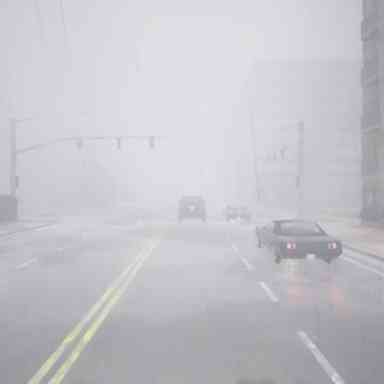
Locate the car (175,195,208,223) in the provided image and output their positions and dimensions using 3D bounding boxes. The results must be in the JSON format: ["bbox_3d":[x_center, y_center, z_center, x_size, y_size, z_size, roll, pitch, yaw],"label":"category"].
[{"bbox_3d":[0.030,1.284,26.509,2.150,2.045,5.566,0,0,1],"label":"car"}]

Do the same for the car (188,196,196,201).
[{"bbox_3d":[-0.022,1.743,91.003,2.033,1.411,5.357,0,0,0],"label":"car"}]

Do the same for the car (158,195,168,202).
[{"bbox_3d":[-7.019,1.538,80.274,2.097,1.767,4.553,0,0,0],"label":"car"}]

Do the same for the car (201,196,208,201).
[{"bbox_3d":[3.478,1.803,91.871,1.895,1.301,4.718,0,0,0],"label":"car"}]

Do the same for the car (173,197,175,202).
[{"bbox_3d":[-3.519,1.778,80.214,1.895,1.301,4.718,0,0,0],"label":"car"}]

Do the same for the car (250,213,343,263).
[{"bbox_3d":[3.533,1.628,12.044,1.895,1.301,4.718,0,0,0],"label":"car"}]

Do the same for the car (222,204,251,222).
[{"bbox_3d":[3.535,1.662,27.037,1.895,1.301,4.718,0,0,1],"label":"car"}]
